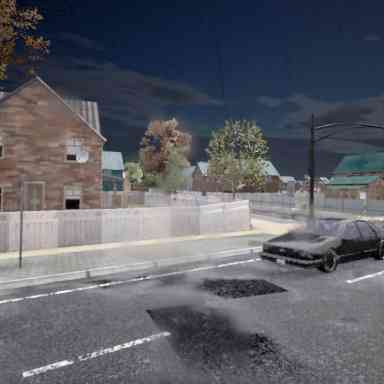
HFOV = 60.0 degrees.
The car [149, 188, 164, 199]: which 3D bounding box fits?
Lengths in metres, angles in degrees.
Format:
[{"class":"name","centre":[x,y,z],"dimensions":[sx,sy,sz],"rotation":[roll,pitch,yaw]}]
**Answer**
[{"class":"car","centre":[-6.610,0.335,61.622],"dimensions":[2.150,2.045,5.566],"rotation":[1,1,-21]}]

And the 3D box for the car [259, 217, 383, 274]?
[{"class":"car","centre":[4.658,1.555,10.812],"dimensions":[5.357,1.411,2.033],"rotation":[0,0,-35]}]
